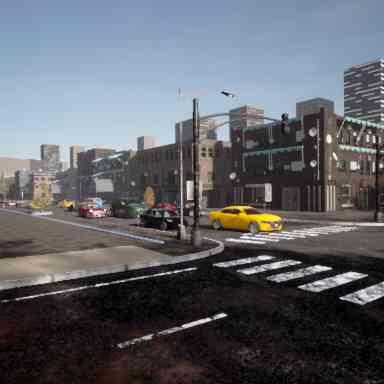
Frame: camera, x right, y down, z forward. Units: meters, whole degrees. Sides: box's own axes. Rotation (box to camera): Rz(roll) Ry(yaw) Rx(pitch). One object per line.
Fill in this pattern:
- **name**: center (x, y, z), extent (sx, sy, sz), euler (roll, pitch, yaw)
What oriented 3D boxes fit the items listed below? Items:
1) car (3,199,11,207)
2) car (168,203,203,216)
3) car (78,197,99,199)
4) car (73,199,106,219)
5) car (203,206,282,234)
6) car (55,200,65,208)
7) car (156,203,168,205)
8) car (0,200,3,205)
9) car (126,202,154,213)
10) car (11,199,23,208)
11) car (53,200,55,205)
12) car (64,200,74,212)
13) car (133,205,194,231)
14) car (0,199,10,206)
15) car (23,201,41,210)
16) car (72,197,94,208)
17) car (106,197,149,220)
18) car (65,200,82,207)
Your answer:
- **car**: center (-40.109, 2.378, 74.030), extent (1.967, 1.590, 4.097), euler (-1, 0, -37)
- **car**: center (-0.230, 1.808, 34.742), extent (2.008, 1.369, 4.403), euler (-2, 0, -37)
- **car**: center (-16.953, 1.907, 52.775), extent (2.097, 1.767, 4.553), euler (-1, 0, -37)
- **car**: center (-10.257, 1.845, 34.149), extent (1.967, 1.590, 4.097), euler (-2, 0, -37)
- **car**: center (3.208, 1.639, 20.725), extent (1.882, 1.535, 5.008), euler (-1, 0, -39)
- **car**: center (-22.969, 2.140, 60.813), extent (1.882, 1.535, 5.008), euler (-1, 0, -37)
- **car**: center (-3.546, 1.902, 39.173), extent (1.802, 1.307, 4.206), euler (-2, 0, -37)
- **car**: center (-43.423, 2.545, 78.462), extent (2.008, 1.369, 4.403), euler (-1, 0, -37)
- **car**: center (-6.862, 1.964, 43.604), extent (1.802, 1.307, 4.206), euler (-2, 0, -37)
- **car**: center (-33.473, 2.374, 65.169), extent (2.008, 1.369, 4.403), euler (-1, 0, -37)
- **car**: center (-30.081, 2.361, 74.623), extent (1.947, 1.339, 4.313), euler (-1, 0, -37)
- **car**: center (-15.504, 2.079, 45.556), extent (1.994, 1.385, 4.181), euler (-1, 0, -36)
- **car**: center (-2.036, 1.814, 22.968), extent (1.947, 1.339, 4.313), euler (-2, 0, -37)
- **car**: center (-46.740, 2.595, 82.893), extent (1.887, 1.381, 4.507), euler (-1, 0, -37)
- **car**: center (-26.737, 2.231, 56.169), extent (1.752, 1.417, 4.829), euler (-1, 0, -37)
- **car**: center (-20.136, 1.938, 61.328), extent (2.192, 1.841, 5.009), euler (-1, 0, -37)
- **car**: center (-6.207, 1.564, 33.089), extent (2.150, 2.045, 5.566), euler (-1, 0, -37)
- **car**: center (-23.448, 2.225, 65.760), extent (1.887, 1.381, 4.507), euler (-1, 0, -37)
